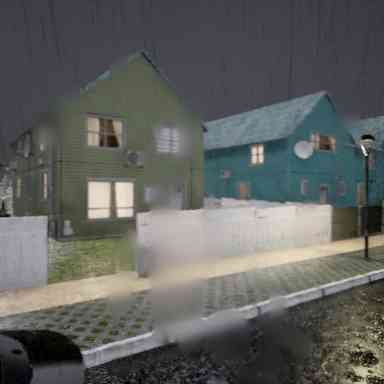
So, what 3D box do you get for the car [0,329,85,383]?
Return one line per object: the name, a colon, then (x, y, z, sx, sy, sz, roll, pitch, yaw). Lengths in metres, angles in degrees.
car: (-2.784, 1.498, 1.074, 4.892, 1.490, 1.837, 0, 0, -35)
